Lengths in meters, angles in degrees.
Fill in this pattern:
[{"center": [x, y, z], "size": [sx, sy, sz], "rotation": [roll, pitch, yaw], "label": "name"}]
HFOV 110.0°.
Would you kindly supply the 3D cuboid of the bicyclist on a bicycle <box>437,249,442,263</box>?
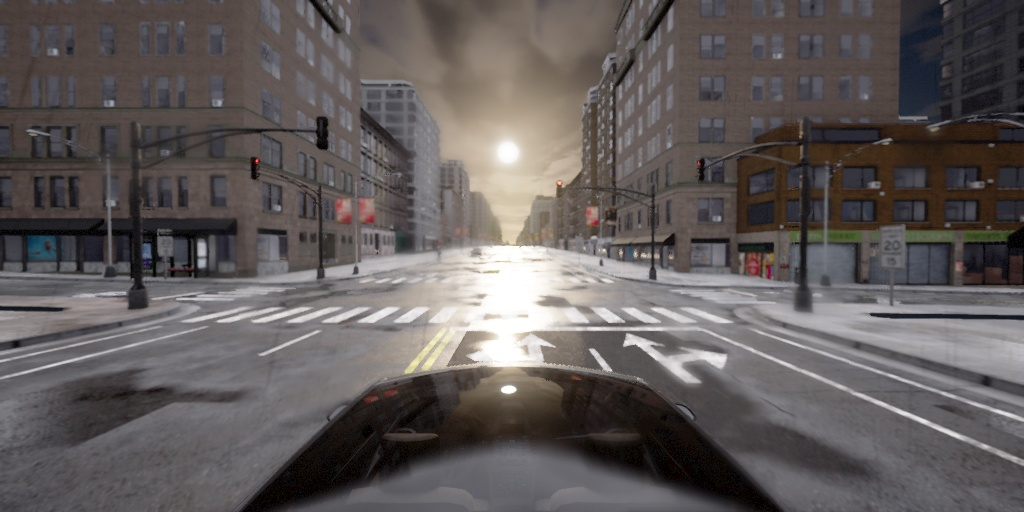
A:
[{"center": [-8.659, 0.009, 42.616], "size": [0.659, 1.776, 1.843], "rotation": [0, 2, 0], "label": "bicyclist on a bicycle"}]
